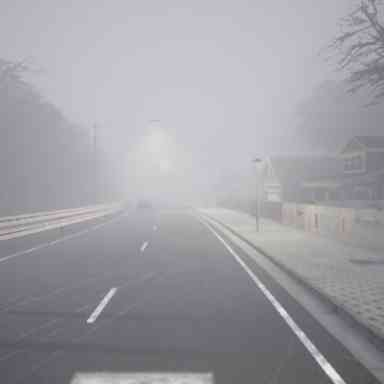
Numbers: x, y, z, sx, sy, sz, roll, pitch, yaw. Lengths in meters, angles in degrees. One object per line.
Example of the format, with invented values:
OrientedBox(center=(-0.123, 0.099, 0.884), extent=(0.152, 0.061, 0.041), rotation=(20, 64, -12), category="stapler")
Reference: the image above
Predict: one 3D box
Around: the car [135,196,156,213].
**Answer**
OrientedBox(center=(-5.535, 1.596, 39.361), extent=(1.837, 1.490, 4.892), rotation=(0, 0, -6), category="car")

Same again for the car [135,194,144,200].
OrientedBox(center=(-13.668, 1.400, 86.509), extent=(1.812, 1.442, 4.674), rotation=(0, 0, -13), category="car")

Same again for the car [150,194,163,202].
OrientedBox(center=(-7.871, 1.466, 76.553), extent=(2.033, 1.411, 5.357), rotation=(0, 0, -12), category="car")

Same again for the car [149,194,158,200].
OrientedBox(center=(-10.129, 1.357, 86.764), extent=(1.837, 1.490, 4.892), rotation=(0, 0, -13), category="car")

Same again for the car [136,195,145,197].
OrientedBox(center=(-11.492, 1.467, 76.729), extent=(2.128, 1.511, 4.902), rotation=(0, 0, -12), category="car")
